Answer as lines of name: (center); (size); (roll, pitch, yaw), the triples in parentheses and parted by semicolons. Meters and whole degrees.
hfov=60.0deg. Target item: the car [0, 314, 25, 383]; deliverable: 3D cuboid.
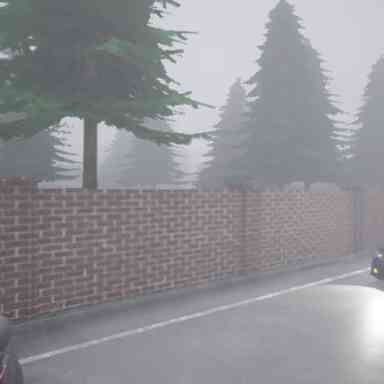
car: (-3.497, 1.504, 1.496); (4.892, 1.490, 1.837); (0, 0, -36)

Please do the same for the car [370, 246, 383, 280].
car: (6.428, 1.569, 8.525); (4.181, 1.385, 1.994); (0, 0, -35)
